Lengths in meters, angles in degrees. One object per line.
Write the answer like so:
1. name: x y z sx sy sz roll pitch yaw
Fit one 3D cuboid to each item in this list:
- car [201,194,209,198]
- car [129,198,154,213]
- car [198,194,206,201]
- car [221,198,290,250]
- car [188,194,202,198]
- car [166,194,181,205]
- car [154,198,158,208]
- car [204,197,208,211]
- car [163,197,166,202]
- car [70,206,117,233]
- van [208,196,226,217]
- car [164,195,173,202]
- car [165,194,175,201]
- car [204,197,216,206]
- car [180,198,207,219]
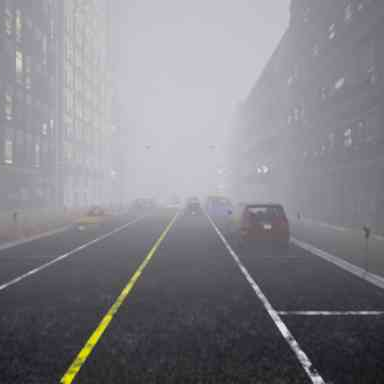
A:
1. car: 2.687 1.353 41.999 2.192 1.841 5.009 0 0 0
2. car: -5.693 1.472 36.447 1.967 1.590 4.097 0 0 0
3. car: 2.686 1.422 91.958 2.192 1.841 5.009 0 0 0
4. car: 2.688 1.326 14.245 2.192 1.841 5.009 0 0 0
5. car: 0.099 1.396 46.505 2.097 1.767 4.553 0 0 0
6. car: -3.049 1.412 60.101 2.097 1.767 4.553 0 0 1
7. car: -5.693 1.563 41.828 1.752 1.417 4.829 0 0 0
8. car: 2.688 1.582 36.448 2.008 1.369 4.403 0 0 0
9. car: -5.693 1.663 75.304 1.802 1.307 4.206 0 0 0
10. car: -5.692 1.541 19.624 1.752 1.417 4.829 0 0 0
11. van: 2.687 1.367 30.898 1.690 1.788 3.998 0 0 0
12. car: -5.694 1.529 80.855 1.967 1.590 4.097 0 0 0
13. car: -5.694 1.413 86.406 2.192 1.841 5.009 0 0 0
14. car: 2.999 1.562 57.164 1.837 1.490 4.892 0 0 0
15. car: 0.096 1.550 29.640 1.812 1.442 4.674 0 0 0
